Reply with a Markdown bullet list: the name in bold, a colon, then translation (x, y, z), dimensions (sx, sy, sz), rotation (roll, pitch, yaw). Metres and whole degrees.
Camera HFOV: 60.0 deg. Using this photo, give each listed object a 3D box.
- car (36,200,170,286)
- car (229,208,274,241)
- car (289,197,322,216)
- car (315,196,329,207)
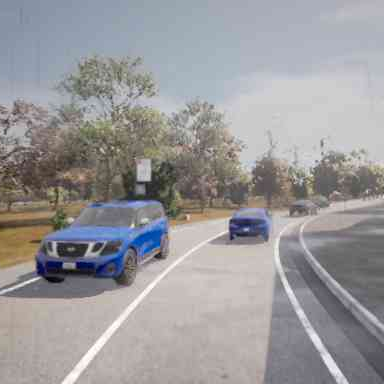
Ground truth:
- **car**: translation (-2.228, 1.294, 10.052), dimensions (2.150, 2.045, 5.566), rotation (-1, -1, 10)
- **car**: translation (3.194, 1.558, 17.424), dimensions (1.882, 1.535, 5.008), rotation (-1, -1, 17)
- **car**: translation (11.400, 1.591, 33.865), dimensions (1.837, 1.490, 4.892), rotation (-4, -2, 35)
- **car**: translation (17.448, 1.414, 46.672), dimensions (2.097, 1.767, 4.553), rotation (-5, -1, 43)
